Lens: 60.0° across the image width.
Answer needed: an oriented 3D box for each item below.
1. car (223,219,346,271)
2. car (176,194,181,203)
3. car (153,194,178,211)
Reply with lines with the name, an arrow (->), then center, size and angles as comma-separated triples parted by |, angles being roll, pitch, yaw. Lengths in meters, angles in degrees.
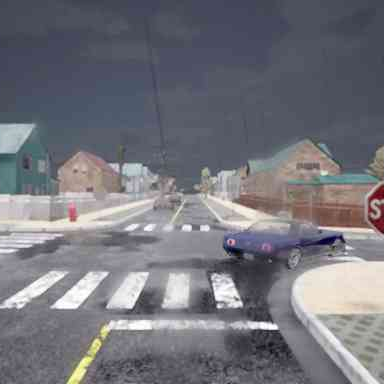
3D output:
car -> 3.197, 1.539, 10.765 | 4.718, 1.301, 1.895 | 2, 0, -44
car -> -2.749, 1.044, 52.877 | 1.994, 1.385, 4.181 | 0, 0, 0
car -> -2.794, 1.208, 33.749 | 1.994, 1.385, 4.181 | 0, 1, 0
